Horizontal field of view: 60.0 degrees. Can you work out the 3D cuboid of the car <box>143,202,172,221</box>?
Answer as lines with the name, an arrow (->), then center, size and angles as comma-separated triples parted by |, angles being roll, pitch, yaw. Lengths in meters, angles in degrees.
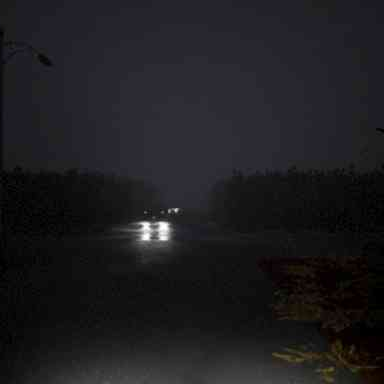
car -> -3.132, 1.789, 29.560 | 1.895, 1.301, 4.718 | 0, 0, 0

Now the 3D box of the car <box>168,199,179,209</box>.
car -> -3.159, 1.987, 55.733 | 2.128, 1.511, 4.902 | 0, -1, 0
